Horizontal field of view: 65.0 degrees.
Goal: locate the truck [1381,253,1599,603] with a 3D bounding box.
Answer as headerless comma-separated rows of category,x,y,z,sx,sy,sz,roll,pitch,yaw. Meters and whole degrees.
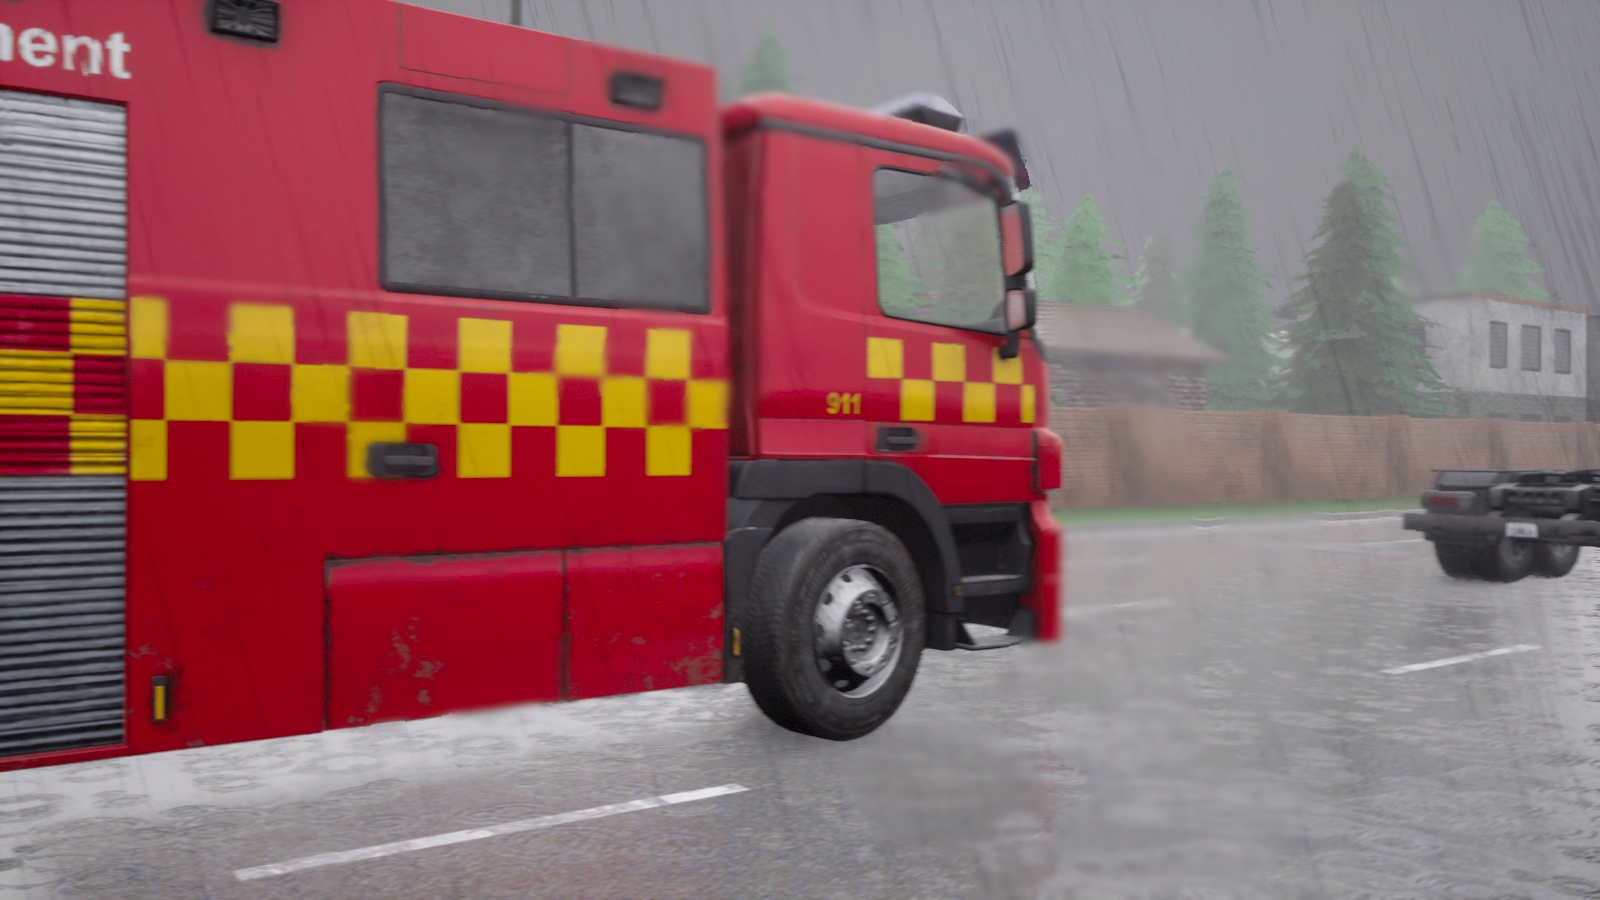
truck,10.699,-0.221,15.374,7.936,3.462,2.891,0,0,-35

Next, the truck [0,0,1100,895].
truck,-2.522,-0.398,6.191,8.468,3.827,2.891,0,0,-35
